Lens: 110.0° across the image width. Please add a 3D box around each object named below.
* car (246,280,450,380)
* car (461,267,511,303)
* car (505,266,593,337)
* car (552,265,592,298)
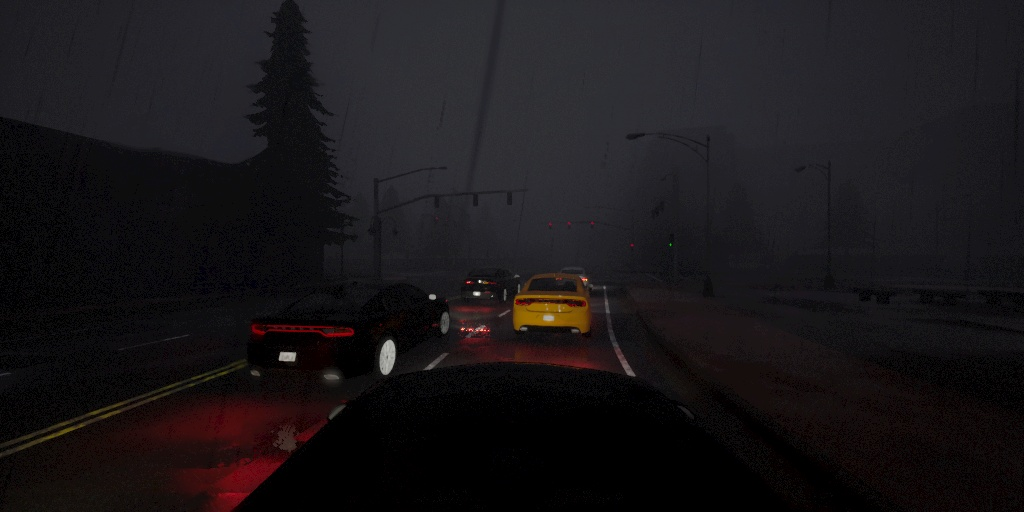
[{"bbox_3d":[-2.764,1.228,7.368,1.882,1.535,5.008,0,0,7],"label":"car"},{"bbox_3d":[-0.859,1.255,16.672,1.837,1.490,4.892,0,0,13],"label":"car"},{"bbox_3d":[1.301,1.228,10.398,1.882,1.535,5.008,0,0,11],"label":"car"},{"bbox_3d":[3.370,1.274,19.428,1.812,1.442,4.674,0,0,14],"label":"car"}]
